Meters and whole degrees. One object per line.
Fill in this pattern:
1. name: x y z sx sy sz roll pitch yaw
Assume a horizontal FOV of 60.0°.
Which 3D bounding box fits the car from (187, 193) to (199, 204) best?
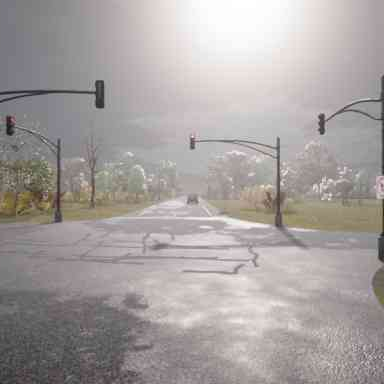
1. car: 0.150 1.293 67.563 2.150 2.045 5.566 0 0 0
